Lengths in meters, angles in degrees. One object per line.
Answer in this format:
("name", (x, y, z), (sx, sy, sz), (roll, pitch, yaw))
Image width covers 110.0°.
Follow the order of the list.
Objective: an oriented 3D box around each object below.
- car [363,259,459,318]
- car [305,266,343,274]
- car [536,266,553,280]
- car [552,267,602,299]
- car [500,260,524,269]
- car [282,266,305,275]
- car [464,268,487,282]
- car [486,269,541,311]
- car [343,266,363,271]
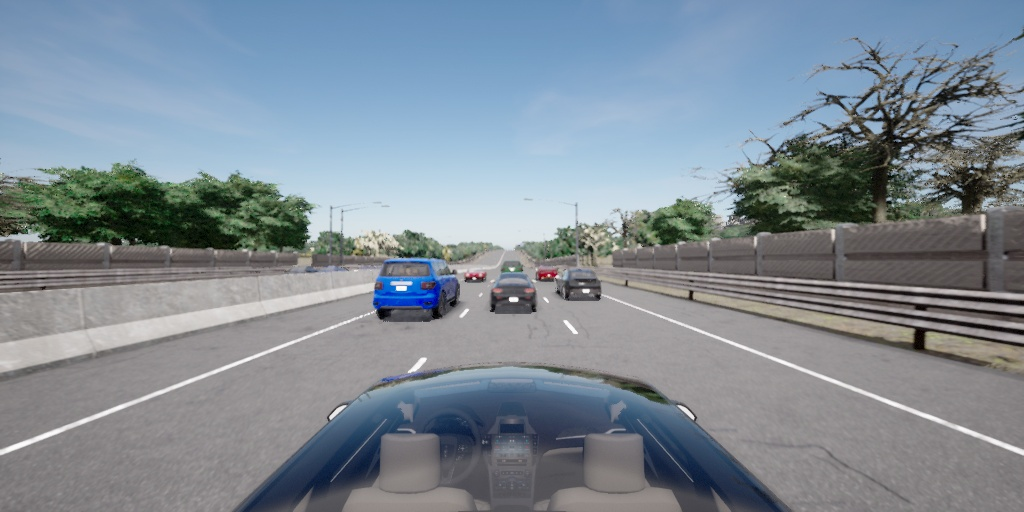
("car", (-3.443, 1.118, 13.833), (2.150, 2.045, 5.566), (0, 0, 0))
("car", (-17.690, 1.758, 34.893), (1.812, 1.442, 4.674), (0, -1, 0))
("car", (3.501, 1.736, 36.560), (1.882, 1.535, 5.008), (0, -1, 0))
("car", (3.548, 1.478, 19.619), (1.837, 1.490, 4.892), (0, -1, 0))
("car", (0.003, 1.466, 35.798), (2.150, 2.045, 5.566), (0, -1, 0))
("car", (-21.191, 1.784, 36.203), (1.812, 1.442, 4.674), (0, -1, 0))
("car", (-3.496, 1.838, 35.315), (1.895, 1.301, 4.718), (0, -1, 0))
("car", (0.054, 1.437, 15.186), (1.812, 1.442, 4.674), (0, -1, 0))
("car", (-14.190, 1.731, 35.295), (2.128, 1.511, 4.902), (0, -1, 0))
